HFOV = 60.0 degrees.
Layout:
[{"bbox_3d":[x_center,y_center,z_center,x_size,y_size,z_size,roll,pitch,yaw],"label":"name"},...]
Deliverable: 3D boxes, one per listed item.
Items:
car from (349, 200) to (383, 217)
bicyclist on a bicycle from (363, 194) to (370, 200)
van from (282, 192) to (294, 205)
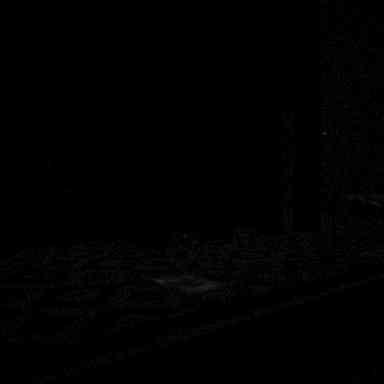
[{"bbox_3d":[14.856,1.351,28.326,2.008,1.369,4.403,1,0,-36],"label":"car"},{"bbox_3d":[20.877,1.008,39.656,1.656,1.620,0.582,0,1,-36],"label":"bicyclist on a bicycle"},{"bbox_3d":[12.288,0.909,46.599,1.690,1.788,3.998,1,0,-36],"label":"van"}]
